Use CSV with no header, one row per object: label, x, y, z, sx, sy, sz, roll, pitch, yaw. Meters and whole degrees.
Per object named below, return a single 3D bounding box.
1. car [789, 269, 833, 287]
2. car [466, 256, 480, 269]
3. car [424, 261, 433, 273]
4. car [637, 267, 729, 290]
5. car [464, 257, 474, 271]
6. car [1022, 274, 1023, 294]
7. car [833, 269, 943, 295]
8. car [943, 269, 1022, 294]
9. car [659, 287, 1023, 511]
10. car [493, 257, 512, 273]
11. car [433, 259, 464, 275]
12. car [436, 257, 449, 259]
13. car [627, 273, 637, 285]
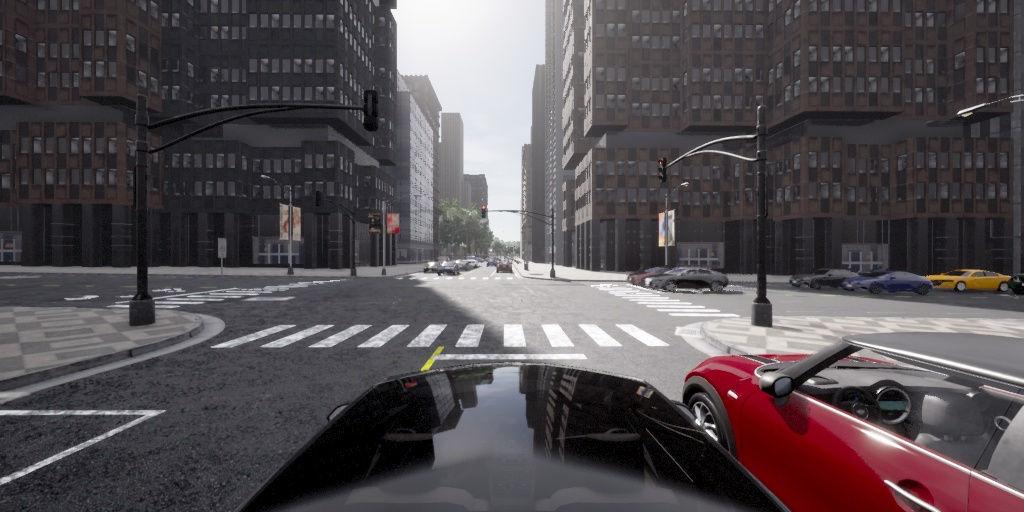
car,22.614,1.624,25.739,4.674,1.442,1.812,1,0,-1
car,-6.990,1.019,59.810,2.150,2.045,5.566,0,0,0
car,-9.445,1.323,43.443,1.948,1.339,4.313,0,0,-1
car,10.711,1.421,22.087,4.902,1.511,2.128,1,0,-5
car,-6.849,1.261,48.618,2.128,1.511,4.902,0,0,-1
car,35.156,1.506,22.647,5.566,2.045,2.150,1,0,-1
car,23.473,1.640,22.491,4.674,1.442,1.812,1,0,-1
car,32.839,1.724,25.869,5.008,1.535,1.882,1,0,-1
car,2.761,1.190,2.195,1.967,1.591,4.097,0,0,0
car,-0.920,1.197,43.559,1.967,1.591,4.097,0,0,-1
car,-6.698,1.294,38.352,2.033,1.411,5.357,0,0,-1
car,-9.520,1.084,48.868,2.192,1.841,5.009,0,0,-1
car,10.438,1.485,25.579,4.181,1.385,1.994,1,0,-1
